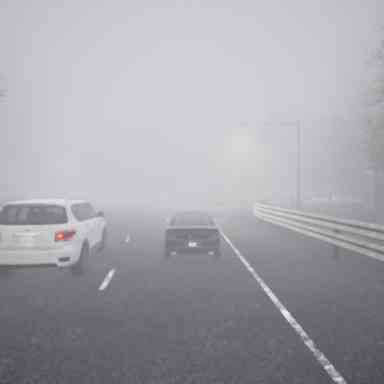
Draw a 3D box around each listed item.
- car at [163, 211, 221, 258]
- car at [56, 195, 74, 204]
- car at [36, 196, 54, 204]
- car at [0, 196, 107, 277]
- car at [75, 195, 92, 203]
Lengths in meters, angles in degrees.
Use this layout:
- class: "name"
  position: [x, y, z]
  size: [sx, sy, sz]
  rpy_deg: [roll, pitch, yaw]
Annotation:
- class: "car"
  position: [-0.003, 1.443, 12.623]
  size: [1.882, 1.535, 5.008]
  rpy_deg: [0, 0, 0]
- class: "car"
  position: [-24.083, 1.397, 62.981]
  size: [1.882, 1.535, 5.008]
  rpy_deg: [0, 0, -38]
- class: "car"
  position: [-26.924, 1.442, 60.938]
  size: [1.837, 1.490, 4.892]
  rpy_deg: [0, 0, -38]
- class: "car"
  position: [-4.112, 1.210, 10.418]
  size: [2.150, 2.045, 5.566]
  rpy_deg: [0, 0, -6]
- class: "car"
  position: [-21.241, 1.415, 65.025]
  size: [1.812, 1.442, 4.674]
  rpy_deg: [0, 0, -38]
